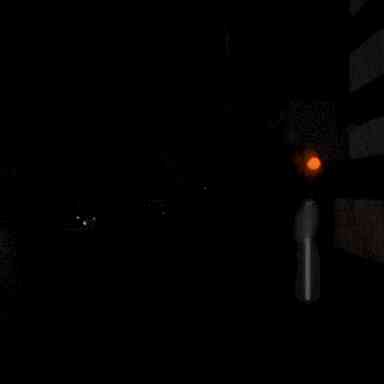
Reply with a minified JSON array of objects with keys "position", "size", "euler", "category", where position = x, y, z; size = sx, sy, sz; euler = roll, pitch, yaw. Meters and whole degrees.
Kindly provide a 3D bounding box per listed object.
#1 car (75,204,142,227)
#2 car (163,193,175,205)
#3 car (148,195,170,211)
[{"position":[-5.565,1.538,23.012],"size":[2.033,1.411,5.357],"euler":[0,0,24],"category":"car"},{"position":[-4.085,1.199,57.245],"size":[2.150,2.045,5.566],"euler":[0,0,0],"category":"car"},{"position":[-4.152,1.461,40.240],"size":[1.882,1.535,5.008],"euler":[0,0,0],"category":"car"}]
